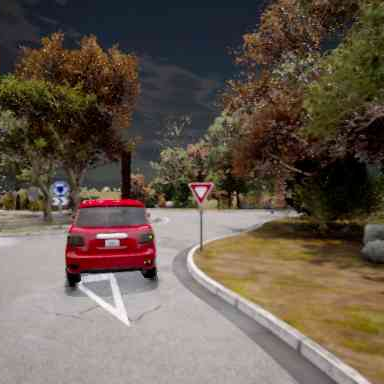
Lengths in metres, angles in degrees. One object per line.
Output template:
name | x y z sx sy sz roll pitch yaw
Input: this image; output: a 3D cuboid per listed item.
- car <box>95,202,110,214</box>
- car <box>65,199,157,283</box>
car | -17.470 3.161 64.947 2.150 2.045 5.566 0 -5 -8
car | -2.368 1.226 9.956 2.150 2.045 5.566 0 0 -13
